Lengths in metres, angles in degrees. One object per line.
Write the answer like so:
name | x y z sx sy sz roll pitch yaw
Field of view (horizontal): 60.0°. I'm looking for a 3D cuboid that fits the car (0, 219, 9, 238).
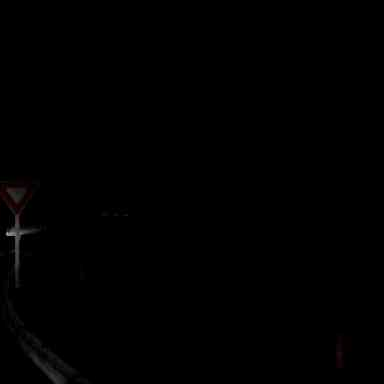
car | -9.919 1.601 15.143 1.994 1.385 4.181 0 0 -14
